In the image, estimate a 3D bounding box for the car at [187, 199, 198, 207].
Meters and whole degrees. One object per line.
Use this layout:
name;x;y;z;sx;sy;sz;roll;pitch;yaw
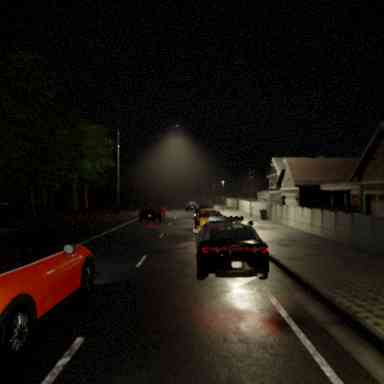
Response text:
car;0.079;2.040;63.198;2.033;1.411;5.357;0;0;0

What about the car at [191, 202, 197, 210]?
car;1.082;1.785;26.377;1.837;1.490;4.892;0;0;0

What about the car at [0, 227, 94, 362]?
car;-3.392;1.425;6.179;2.097;1.767;4.553;0;-1;0

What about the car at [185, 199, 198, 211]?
car;0.067;1.980;46.757;1.994;1.385;4.181;0;0;1

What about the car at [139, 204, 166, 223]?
car;-3.368;1.779;29.054;1.882;1.535;5.008;0;0;0

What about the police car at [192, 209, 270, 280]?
police car;1.063;1.548;10.491;1.930;1.638;5.238;0;-1;0

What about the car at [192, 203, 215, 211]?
car;1.075;1.683;20.569;1.801;1.575;5.366;0;-1;0
